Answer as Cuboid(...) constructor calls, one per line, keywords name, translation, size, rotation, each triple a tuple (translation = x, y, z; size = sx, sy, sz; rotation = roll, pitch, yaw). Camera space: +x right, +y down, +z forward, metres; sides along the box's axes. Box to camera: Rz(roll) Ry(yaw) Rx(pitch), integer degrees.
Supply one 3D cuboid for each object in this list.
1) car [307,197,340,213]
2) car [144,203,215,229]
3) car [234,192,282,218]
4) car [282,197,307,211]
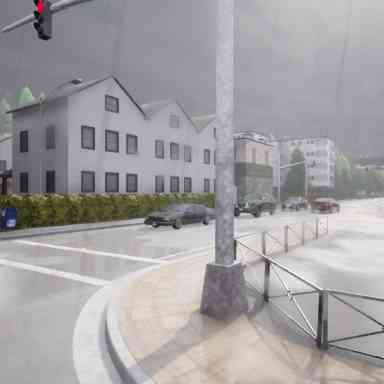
Cuboid(name="car", translation=(13.528, 1.289, 33.600), size=(1.882, 1.535, 5.008), rotation=(0, 0, 35))
Cuboid(name="car", translation=(-0.499, 1.360, 20.198), size=(2.033, 1.411, 5.357), rotation=(0, 0, 35))
Cuboid(name="car", translation=(5.464, 1.034, 28.611), size=(2.150, 2.045, 5.566), rotation=(0, 0, 35))
Cuboid(name="car", translation=(11.531, 1.304, 37.094), size=(2.128, 1.511, 4.902), rotation=(0, 0, 36))
